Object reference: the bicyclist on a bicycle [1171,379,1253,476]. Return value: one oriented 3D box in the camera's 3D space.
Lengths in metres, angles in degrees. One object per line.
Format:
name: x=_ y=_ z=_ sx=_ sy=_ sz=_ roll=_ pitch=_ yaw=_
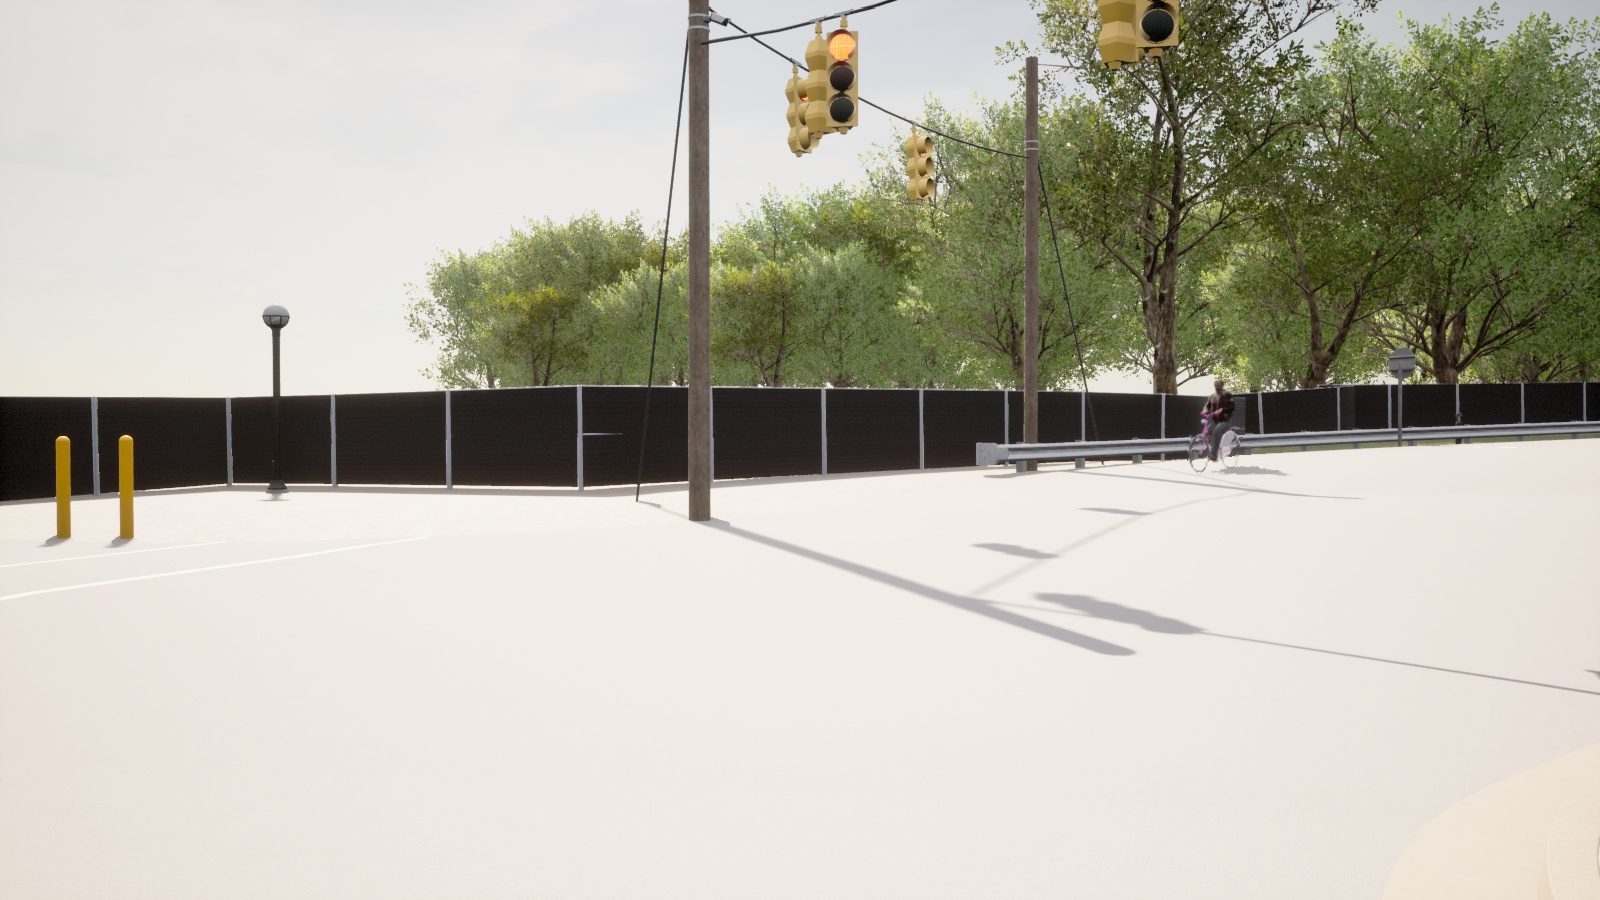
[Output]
bicyclist on a bicycle: x=7.905 y=-0.457 z=24.057 sx=1.843 sy=1.776 sz=0.659 roll=-4 pitch=4 yaw=-42
